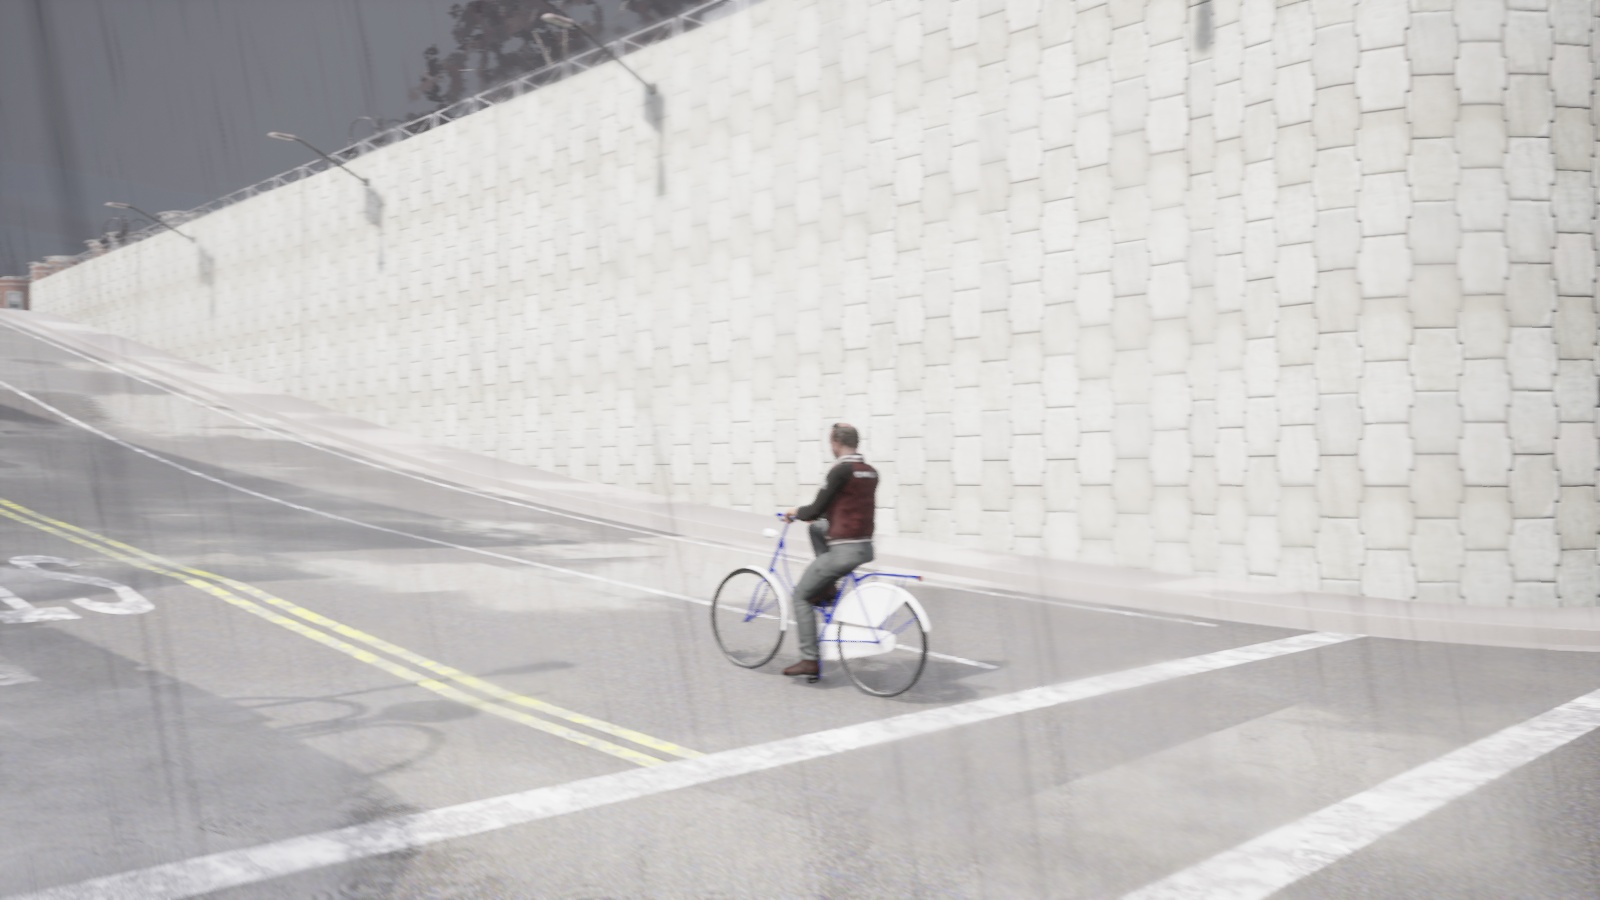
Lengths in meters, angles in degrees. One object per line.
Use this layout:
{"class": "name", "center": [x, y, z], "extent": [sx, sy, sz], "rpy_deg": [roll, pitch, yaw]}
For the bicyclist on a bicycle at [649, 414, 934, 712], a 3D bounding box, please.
{"class": "bicyclist on a bicycle", "center": [-0.096, 0.687, 8.572], "extent": [1.843, 1.776, 0.659], "rpy_deg": [4, 2, 38]}
